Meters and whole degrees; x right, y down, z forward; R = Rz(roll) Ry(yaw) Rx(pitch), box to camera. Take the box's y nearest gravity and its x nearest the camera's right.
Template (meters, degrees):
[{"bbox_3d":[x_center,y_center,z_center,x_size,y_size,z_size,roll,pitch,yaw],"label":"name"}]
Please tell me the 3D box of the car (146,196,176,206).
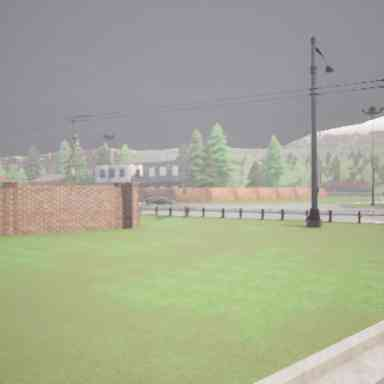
[{"bbox_3d":[-4.544,1.277,48.423,4.674,1.442,1.812,0,0,29],"label":"car"}]
